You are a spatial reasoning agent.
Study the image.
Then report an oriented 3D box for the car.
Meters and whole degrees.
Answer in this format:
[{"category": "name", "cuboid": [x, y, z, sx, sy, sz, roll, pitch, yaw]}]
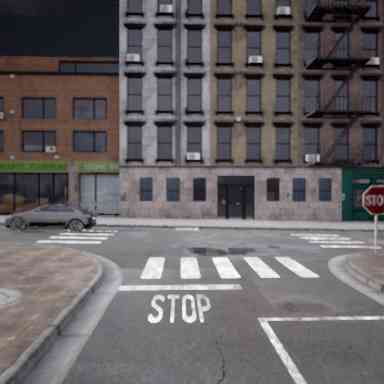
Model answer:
[{"category": "car", "cuboid": [-6.904, 1.243, 16.595, 4.181, 1.385, 1.994, 1, 0, -2]}]
